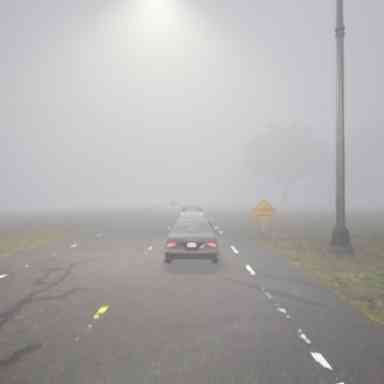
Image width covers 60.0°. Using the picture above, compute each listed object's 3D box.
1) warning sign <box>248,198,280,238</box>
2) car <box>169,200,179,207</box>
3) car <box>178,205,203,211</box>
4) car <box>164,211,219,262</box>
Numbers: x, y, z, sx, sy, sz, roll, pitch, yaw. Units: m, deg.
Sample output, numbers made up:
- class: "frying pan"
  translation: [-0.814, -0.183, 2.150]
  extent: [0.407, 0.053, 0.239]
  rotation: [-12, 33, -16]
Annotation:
- class: "warning sign"
  translation: [3.564, 1.270, 16.556]
  extent: [1.300, 1.860, 1.060]
  rotation: [1, 0, 0]
- class: "car"
  translation: [-3.504, 2.159, 64.917]
  extent: [1.895, 1.301, 4.718]
  rotation: [0, -1, 0]
- class: "car"
  translation: [0.018, 1.851, 28.234]
  extent: [1.895, 1.301, 4.718]
  rotation: [0, 0, 0]
- class: "car"
  translation: [0.008, 1.666, 12.517]
  extent: [2.033, 1.411, 5.357]
  rotation: [0, 0, 0]
